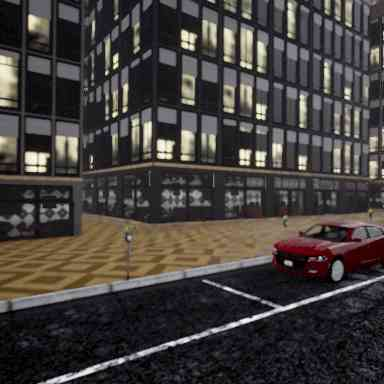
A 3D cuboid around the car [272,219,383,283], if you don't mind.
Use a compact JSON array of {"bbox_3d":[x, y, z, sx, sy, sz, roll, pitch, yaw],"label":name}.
[{"bbox_3d":[4.227,1.507,9.548,4.507,1.381,1.887,0,1,-35],"label":"car"}]
